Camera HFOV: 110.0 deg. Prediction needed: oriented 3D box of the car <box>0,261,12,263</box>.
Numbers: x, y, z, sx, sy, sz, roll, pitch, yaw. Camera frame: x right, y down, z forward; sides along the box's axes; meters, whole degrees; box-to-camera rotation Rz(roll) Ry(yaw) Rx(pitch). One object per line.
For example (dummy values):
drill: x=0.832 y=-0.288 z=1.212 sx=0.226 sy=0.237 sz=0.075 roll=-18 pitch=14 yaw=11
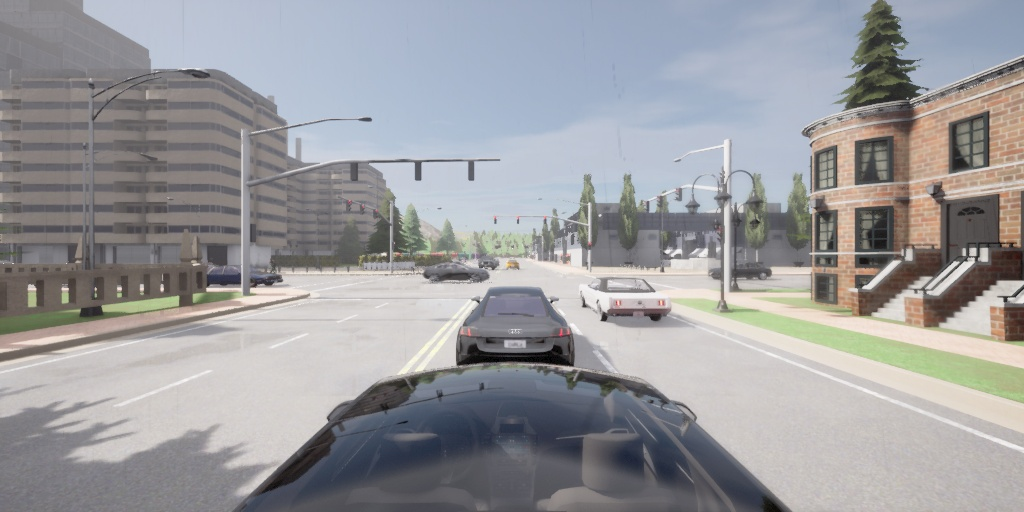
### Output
car: x=-49.370 y=1.254 z=33.919 sx=4.892 sy=1.490 sz=1.837 roll=0 pitch=0 yaw=1

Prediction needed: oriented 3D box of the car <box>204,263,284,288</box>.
car: x=-17.965 y=1.297 z=23.249 sx=5.357 sy=1.411 sz=2.033 roll=0 pitch=0 yaw=0

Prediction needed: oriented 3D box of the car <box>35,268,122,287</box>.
car: x=-27.976 y=1.227 z=23.256 sx=5.008 sy=1.535 sz=1.882 roll=0 pitch=0 yaw=0

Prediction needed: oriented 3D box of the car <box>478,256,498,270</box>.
car: x=-3.583 y=0.969 z=51.958 sx=2.150 sy=2.045 sz=5.566 roll=0 pitch=0 yaw=1

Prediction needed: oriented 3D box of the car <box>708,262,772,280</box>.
car: x=19.090 y=1.254 z=30.122 sx=4.892 sy=1.490 sz=1.837 roll=0 pitch=0 yaw=-1

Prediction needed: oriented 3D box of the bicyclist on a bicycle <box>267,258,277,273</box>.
bicyclist on a bicycle: x=-25.245 y=1.051 z=37.737 sx=0.582 sy=1.620 sz=1.656 roll=0 pitch=0 yaw=0

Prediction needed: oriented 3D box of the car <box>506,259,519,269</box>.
car: x=0.107 y=1.225 z=55.742 sx=1.882 sy=1.535 sz=5.008 roll=0 pitch=0 yaw=0

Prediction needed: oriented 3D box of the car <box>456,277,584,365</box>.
car: x=0.064 y=1.314 z=7.486 sx=1.994 sy=1.385 sz=4.181 roll=0 pitch=0 yaw=0

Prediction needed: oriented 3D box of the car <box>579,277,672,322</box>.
car: x=3.583 y=1.350 z=12.335 sx=1.895 sy=1.301 sz=4.718 roll=0 pitch=0 yaw=0

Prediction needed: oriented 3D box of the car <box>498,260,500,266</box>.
car: x=-3.560 y=1.312 z=61.930 sx=1.994 sy=1.385 sz=4.181 roll=0 pitch=0 yaw=0

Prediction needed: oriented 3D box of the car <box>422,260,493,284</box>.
car: x=-4.120 y=1.240 z=26.533 sx=4.902 sy=1.511 sz=2.128 roll=0 pitch=0 yaw=2
